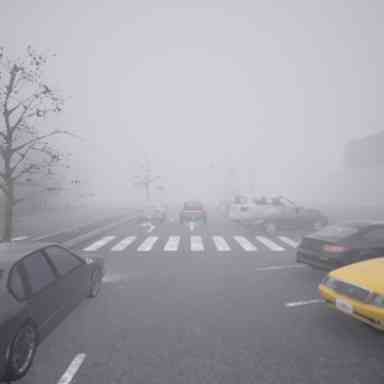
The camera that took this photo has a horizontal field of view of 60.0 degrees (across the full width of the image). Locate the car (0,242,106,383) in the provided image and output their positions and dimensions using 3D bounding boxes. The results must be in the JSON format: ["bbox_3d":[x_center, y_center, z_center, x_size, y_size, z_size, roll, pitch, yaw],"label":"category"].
[{"bbox_3d":[-2.903,1.527,5.319,2.033,1.411,5.357,0,0,0],"label":"car"}]

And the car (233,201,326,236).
[{"bbox_3d":[5.067,1.453,18.085,4.892,1.521,2.231,1,0,-20],"label":"car"}]

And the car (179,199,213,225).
[{"bbox_3d":[0.084,1.456,23.587,2.128,1.511,4.902,0,0,0],"label":"car"}]

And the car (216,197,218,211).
[{"bbox_3d":[5.222,1.470,30.084,5.366,1.575,1.946,1,0,-20],"label":"car"}]

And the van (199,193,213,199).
[{"bbox_3d":[4.901,1.373,91.210,4.442,1.987,1.878,1,-1,-20],"label":"van"}]

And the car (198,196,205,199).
[{"bbox_3d":[0.073,1.498,38.703,2.128,1.511,4.902,0,0,0],"label":"car"}]

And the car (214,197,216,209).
[{"bbox_3d":[5.072,1.510,33.014,4.792,1.488,2.163,1,0,-20],"label":"car"}]

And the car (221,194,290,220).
[{"bbox_3d":[5.084,1.202,21.087,5.566,2.045,2.435,1,0,-20],"label":"car"}]

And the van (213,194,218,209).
[{"bbox_3d":[4.939,1.262,35.941,4.442,1.987,1.878,1,0,-20],"label":"van"}]

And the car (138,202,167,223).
[{"bbox_3d":[-2.918,1.494,25.013,1.812,1.442,4.674,0,0,0],"label":"car"}]

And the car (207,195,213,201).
[{"bbox_3d":[4.870,1.493,38.899,5.366,1.575,1.946,1,0,-20],"label":"car"}]

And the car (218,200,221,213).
[{"bbox_3d":[5.044,1.465,27.037,4.892,1.521,2.231,1,0,-20],"label":"car"}]

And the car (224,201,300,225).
[{"bbox_3d":[5.059,1.457,24.051,5.008,1.535,2.097,1,0,-20],"label":"car"}]

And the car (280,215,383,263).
[{"bbox_3d":[5.059,1.501,9.145,4.674,1.452,2.002,1,0,-20],"label":"car"}]

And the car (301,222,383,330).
[{"bbox_3d":[4.892,1.464,6.096,5.366,1.575,1.946,1,0,-20],"label":"car"}]
